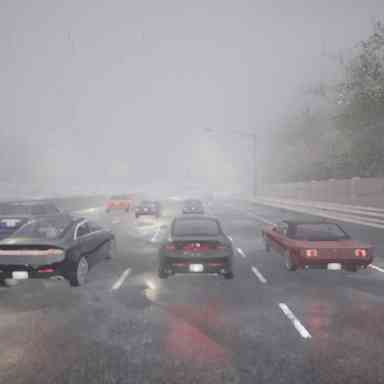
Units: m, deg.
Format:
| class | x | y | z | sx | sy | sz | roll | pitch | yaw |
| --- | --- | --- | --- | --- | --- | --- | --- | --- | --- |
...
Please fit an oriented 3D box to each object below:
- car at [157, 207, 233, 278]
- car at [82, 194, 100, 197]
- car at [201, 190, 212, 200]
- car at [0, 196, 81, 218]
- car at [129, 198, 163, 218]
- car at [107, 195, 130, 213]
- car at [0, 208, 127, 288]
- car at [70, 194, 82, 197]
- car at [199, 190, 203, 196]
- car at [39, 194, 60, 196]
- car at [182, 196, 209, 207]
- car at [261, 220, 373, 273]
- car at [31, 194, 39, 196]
| class | x | y | z | sx | sy | sz | roll | pitch | yaw |
| --- | --- | --- | --- | --- | --- | --- | --- | --- | --- |
| car | 0.098 | 1.417 | 9.821 | 1.837 | 1.490 | 4.892 | 0 | 0 | 0 |
| car | -17.523 | 1.038 | 59.883 | 2.033 | 1.411 | 5.357 | 0 | 0 | 0 |
| car | 3.485 | 0.919 | 72.976 | 1.812 | 1.442 | 4.674 | 0 | 0 | 0 |
| car | -6.903 | 1.222 | 14.805 | 2.097 | 1.767 | 4.553 | 0 | 0 | 0 |
| car | -3.406 | 1.312 | 26.934 | 2.033 | 1.411 | 5.357 | 0 | 1 | 0 |
| car | -6.906 | 1.068 | 32.774 | 2.097 | 1.767 | 4.553 | 0 | 0 | 0 |
| car | -3.399 | 1.411 | 9.005 | 2.128 | 1.511 | 4.902 | 0 | 0 | 0 |
| car | -21.021 | 1.038 | 59.832 | 2.033 | 1.411 | 5.357 | 0 | 0 | 0 |
| car | 3.482 | 0.528 | 87.023 | 2.150 | 2.045 | 5.566 | 0 | 0 | 0 |
| car | -24.531 | 1.028 | 58.506 | 1.812 | 1.442 | 4.674 | 0 | 1 | 1 |
| car | 0.094 | 1.301 | 28.203 | 2.033 | 1.411 | 5.357 | 0 | 0 | 0 |
| car | 3.496 | 1.506 | 10.352 | 1.895 | 1.301 | 4.718 | 0 | 0 | 0 |
| car | -28.018 | 1.090 | 59.670 | 1.895 | 1.301 | 4.718 | 0 | 0 | 0 |
